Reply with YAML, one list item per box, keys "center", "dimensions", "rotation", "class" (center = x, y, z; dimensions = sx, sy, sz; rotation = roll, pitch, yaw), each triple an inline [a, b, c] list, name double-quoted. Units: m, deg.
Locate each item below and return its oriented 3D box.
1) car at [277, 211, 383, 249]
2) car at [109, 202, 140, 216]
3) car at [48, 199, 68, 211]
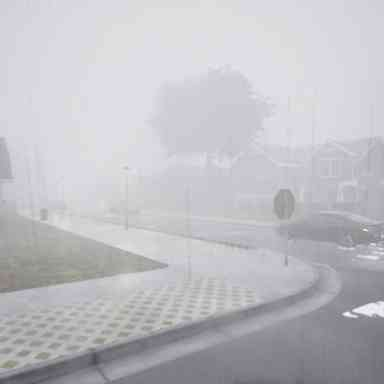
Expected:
- center: [6.045, 1.586, 14.875]
  dimensions: [1.812, 1.442, 4.674]
  rotation: [-3, 1, -40]
  class: "car"
- center: [-7.135, 1.759, 34.807]
  dimensions: [1.994, 1.385, 4.181]
  rotation: [0, 0, -35]
  class: "car"
- center: [-18.897, 1.811, 46.751]
  dimensions: [1.837, 1.490, 4.892]
  rotation: [0, 0, -35]
  class: "car"
